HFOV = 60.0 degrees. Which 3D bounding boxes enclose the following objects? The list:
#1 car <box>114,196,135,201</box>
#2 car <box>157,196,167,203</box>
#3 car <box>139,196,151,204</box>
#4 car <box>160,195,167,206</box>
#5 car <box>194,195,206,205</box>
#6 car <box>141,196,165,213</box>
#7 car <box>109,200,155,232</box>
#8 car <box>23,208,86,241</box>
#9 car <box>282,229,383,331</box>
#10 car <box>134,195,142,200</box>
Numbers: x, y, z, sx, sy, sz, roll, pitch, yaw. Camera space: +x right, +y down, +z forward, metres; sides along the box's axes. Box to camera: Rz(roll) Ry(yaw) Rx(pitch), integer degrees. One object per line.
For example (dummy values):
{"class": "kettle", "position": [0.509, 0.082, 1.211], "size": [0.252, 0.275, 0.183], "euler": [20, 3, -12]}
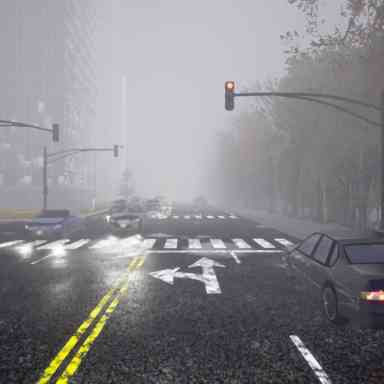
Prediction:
{"class": "car", "position": [-7.490, 1.515, 35.186], "size": [1.837, 1.490, 4.892], "euler": [0, 0, -3]}
{"class": "car", "position": [-6.299, 1.544, 70.157], "size": [2.033, 1.411, 5.357], "euler": [0, 0, -5]}
{"class": "car", "position": [-9.200, 1.595, 64.939], "size": [1.994, 1.385, 4.181], "euler": [0, 0, -4]}
{"class": "car", "position": [-5.324, 1.374, 55.349], "size": [2.097, 1.767, 4.553], "euler": [0, 0, -3]}
{"class": "car", "position": [1.347, 1.325, 56.531], "size": [2.128, 1.511, 4.902], "euler": [1, -2, -4]}
{"class": "car", "position": [-4.340, 1.517, 37.386], "size": [1.837, 1.490, 4.892], "euler": [0, 0, -3]}
{"class": "car", "position": [-3.711, 1.509, 20.094], "size": [2.128, 1.511, 4.902], "euler": [0, 0, -2]}
{"class": "car", "position": [-6.885, 1.564, 17.214], "size": [1.812, 1.442, 4.674], "euler": [0, 0, -2]}
{"class": "car", "position": [3.312, 1.506, 6.998], "size": [2.033, 1.411, 5.357], "euler": [-2, -2, 3]}
{"class": "car", "position": [-8.204, 1.370, 49.135], "size": [2.097, 1.767, 4.553], "euler": [0, 0, -3]}
